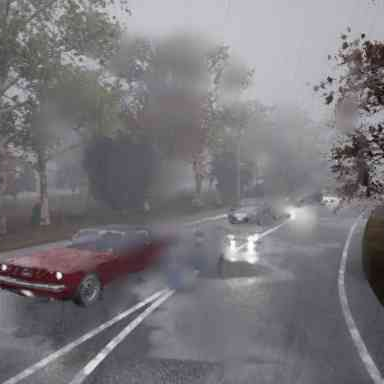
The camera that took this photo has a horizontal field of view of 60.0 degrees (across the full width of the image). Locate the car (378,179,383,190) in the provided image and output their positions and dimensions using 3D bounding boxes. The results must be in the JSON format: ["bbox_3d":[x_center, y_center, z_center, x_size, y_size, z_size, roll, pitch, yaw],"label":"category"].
[{"bbox_3d":[28.806,-1.200,49.327,1.812,1.442,4.674,0,3,34],"label":"car"}]

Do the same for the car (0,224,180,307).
[{"bbox_3d":[-2.118,1.527,8.142,1.895,1.301,4.718,0,1,25],"label":"car"}]

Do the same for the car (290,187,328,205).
[{"bbox_3d":[10.418,0.295,30.184,2.128,1.511,4.902,0,3,35],"label":"car"}]

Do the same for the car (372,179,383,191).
[{"bbox_3d":[22.864,-0.618,41.201,1.812,1.442,4.674,0,3,37],"label":"car"}]

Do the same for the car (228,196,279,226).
[{"bbox_3d":[3.691,1.002,19.499,2.128,1.511,4.902,0,3,30],"label":"car"}]

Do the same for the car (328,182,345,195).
[{"bbox_3d":[17.779,-0.428,40.318,2.128,1.511,4.902,0,3,37],"label":"car"}]
